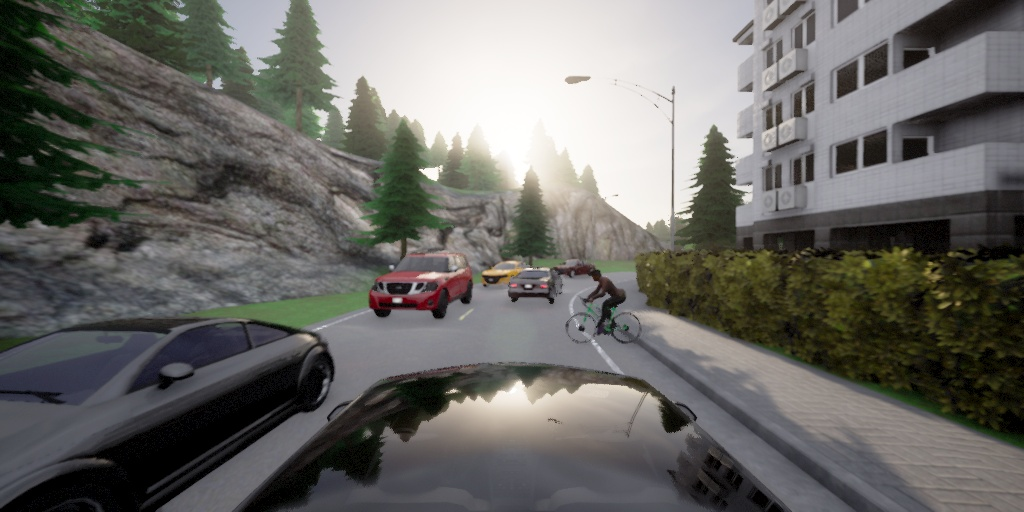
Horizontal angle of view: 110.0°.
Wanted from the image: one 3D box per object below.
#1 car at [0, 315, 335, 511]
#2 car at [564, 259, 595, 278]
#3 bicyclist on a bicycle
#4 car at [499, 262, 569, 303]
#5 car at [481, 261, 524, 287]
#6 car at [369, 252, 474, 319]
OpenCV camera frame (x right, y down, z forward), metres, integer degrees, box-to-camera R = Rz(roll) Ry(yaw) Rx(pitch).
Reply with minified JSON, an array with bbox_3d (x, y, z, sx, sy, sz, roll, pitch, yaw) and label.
[{"bbox_3d":[-3.484,1.294,3.251,1.994,1.385,4.181,0,0,2],"label":"car"},{"bbox_3d":[5.368,1.036,31.136,1.882,1.535,5.008,1,1,42],"label":"car"},{"bbox_3d":[1.992,1.110,7.804,1.656,1.620,0.582,-1,0,1],"label":"bicyclist on a bicycle"},{"bbox_3d":[1.224,1.199,16.249,2.033,1.411,5.357,0,0,13],"label":"car"},{"bbox_3d":[-0.120,1.082,22.558,1.882,1.535,5.008,0,0,26],"label":"car"},{"bbox_3d":[-2.913,0.886,12.899,2.150,2.045,5.566,0,0,7],"label":"car"}]
